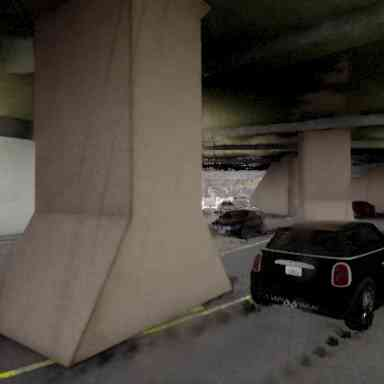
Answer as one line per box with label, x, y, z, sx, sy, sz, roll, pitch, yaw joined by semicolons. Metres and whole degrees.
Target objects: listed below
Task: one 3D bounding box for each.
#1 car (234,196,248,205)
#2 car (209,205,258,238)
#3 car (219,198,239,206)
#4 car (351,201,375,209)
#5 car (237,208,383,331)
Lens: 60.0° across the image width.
car;8.398;1.649;57.842;2.150;2.045;5.566;0;0;3
car;2.578;1.662;18.061;1.812;1.442;4.674;0;0;30
car;4.104;1.823;39.015;1.812;1.442;4.674;0;0;3
car;18.047;1.686;36.223;1.882;1.535;5.008;0;0;4
car;3.262;1.398;7.297;2.097;1.767;4.553;-1;-1;45
